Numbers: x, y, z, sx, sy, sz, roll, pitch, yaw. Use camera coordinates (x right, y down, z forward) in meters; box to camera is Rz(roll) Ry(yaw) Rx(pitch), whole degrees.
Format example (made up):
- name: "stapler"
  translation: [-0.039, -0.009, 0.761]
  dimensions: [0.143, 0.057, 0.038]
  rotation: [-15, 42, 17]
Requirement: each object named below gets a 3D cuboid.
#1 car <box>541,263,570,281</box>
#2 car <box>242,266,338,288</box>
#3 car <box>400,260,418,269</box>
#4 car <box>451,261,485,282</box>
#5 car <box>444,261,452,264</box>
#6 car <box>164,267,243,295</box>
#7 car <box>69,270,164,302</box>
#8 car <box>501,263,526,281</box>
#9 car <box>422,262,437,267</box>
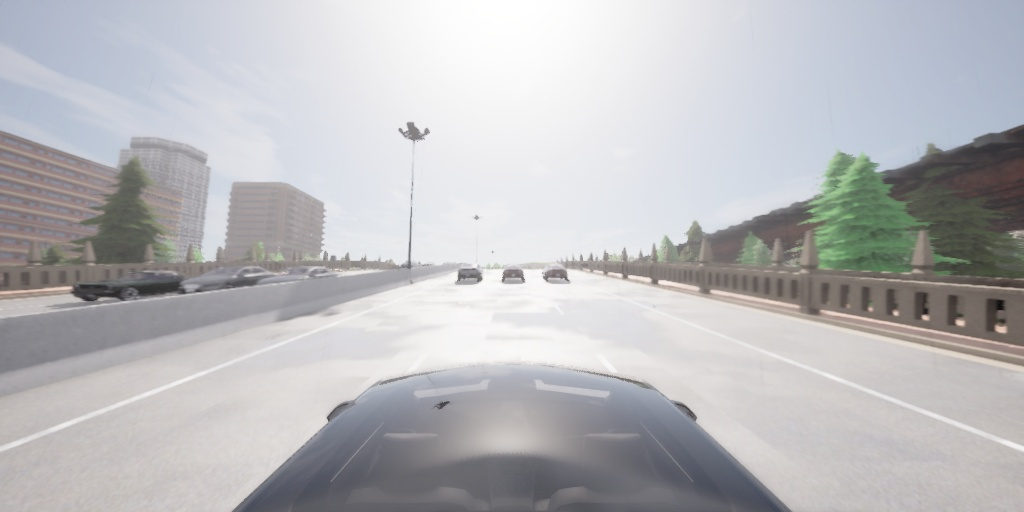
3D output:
- name: "car"
  translation: [3.606, 1.335, 30.417]
  dimensions: [1.812, 1.442, 4.674]
  rotation: [0, 0, 0]
- name: "car"
  translation: [-10.593, 1.268, 18.085]
  dimensions: [2.128, 1.511, 4.902]
  rotation: [0, 0, 0]
- name: "car"
  translation: [-17.486, 1.528, 61.239]
  dimensions: [2.097, 1.767, 4.553]
  rotation: [0, -3, 0]
- name: "car"
  translation: [-3.395, 1.300, 29.920]
  dimensions: [2.128, 1.511, 4.902]
  rotation: [0, 0, 0]
- name: "car"
  translation: [-10.486, 1.611, 61.229]
  dimensions: [2.128, 1.511, 4.902]
  rotation: [0, -2, 0]
- name: "car"
  translation: [-14.093, 1.269, 18.166]
  dimensions: [2.128, 1.511, 4.902]
  rotation: [0, 0, 0]
- name: "car"
  translation: [-17.595, 1.376, 17.207]
  dimensions: [1.895, 1.301, 4.718]
  rotation: [0, 0, 0]
- name: "car"
  translation: [0.106, 1.335, 30.522]
  dimensions: [1.812, 1.442, 4.674]
  rotation: [0, 0, 0]
- name: "car"
  translation: [-13.986, 1.670, 61.225]
  dimensions: [1.994, 1.385, 4.181]
  rotation: [0, -3, 0]
